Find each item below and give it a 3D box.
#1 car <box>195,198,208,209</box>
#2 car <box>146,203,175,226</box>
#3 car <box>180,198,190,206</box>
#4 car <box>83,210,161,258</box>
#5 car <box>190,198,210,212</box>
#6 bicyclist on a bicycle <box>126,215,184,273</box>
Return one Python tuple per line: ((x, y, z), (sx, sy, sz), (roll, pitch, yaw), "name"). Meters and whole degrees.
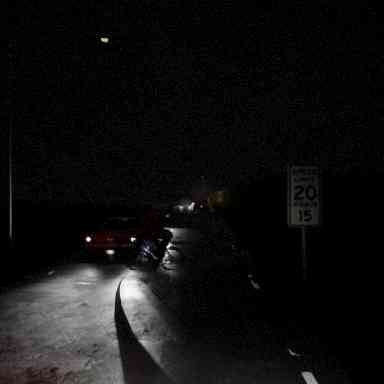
((1.468, 1.694, 50.740), (1.882, 1.535, 5.008), (0, -1, 2), "car")
((-2.235, 1.544, 23.887), (1.812, 1.442, 4.674), (0, 0, 2), "car")
((-1.169, 1.850, 60.587), (1.812, 1.442, 4.674), (0, -1, 2), "car")
((-2.556, 1.604, 12.836), (1.895, 1.301, 4.718), (0, 0, 2), "car")
((1.175, 1.679, 40.746), (1.994, 1.385, 4.181), (0, -1, 2), "car")
((-1.058, 1.458, 9.362), (1.656, 1.620, 0.582), (-2, 0, 2), "bicyclist on a bicycle")
